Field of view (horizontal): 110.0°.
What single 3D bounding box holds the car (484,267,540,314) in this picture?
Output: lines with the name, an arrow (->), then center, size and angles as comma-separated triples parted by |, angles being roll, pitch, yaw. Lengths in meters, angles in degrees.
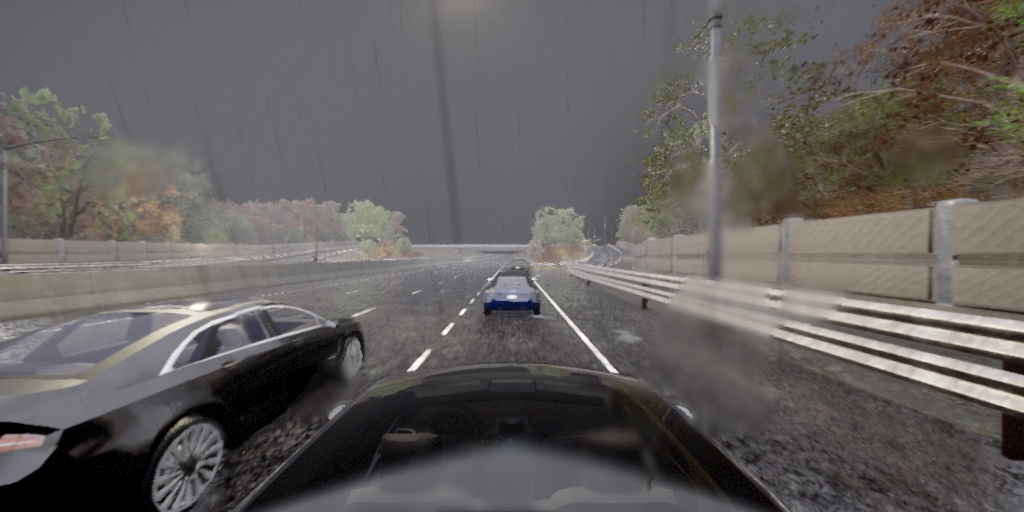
car -> 0.000, 1.306, 13.751 | 1.994, 1.385, 4.181 | 0, 0, 0

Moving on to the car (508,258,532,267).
car -> 0.789, 1.082, 35.120 | 2.097, 1.767, 4.553 | 0, 0, 7

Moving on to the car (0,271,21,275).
car -> -24.557, 1.234, 15.358 | 2.128, 1.511, 4.902 | 0, 0, 0

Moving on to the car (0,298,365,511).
car -> -3.397, 1.240, 4.183 | 2.128, 1.511, 4.902 | 0, 0, 0
